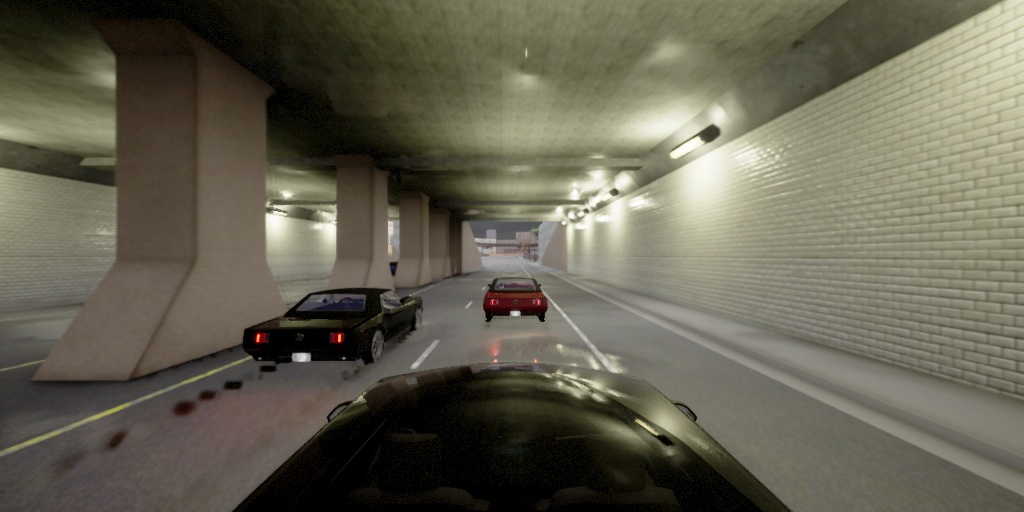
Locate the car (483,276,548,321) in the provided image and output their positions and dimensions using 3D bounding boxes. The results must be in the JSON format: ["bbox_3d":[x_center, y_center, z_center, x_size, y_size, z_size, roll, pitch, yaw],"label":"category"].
[{"bbox_3d":[0.087,1.349,12.428,1.895,1.301,4.718,0,0,0],"label":"car"}]

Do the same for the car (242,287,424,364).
[{"bbox_3d":[-3.399,1.350,8.021,1.895,1.301,4.718,0,0,0],"label":"car"}]

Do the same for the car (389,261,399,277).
[{"bbox_3d":[-10.595,1.224,32.559,1.882,1.535,5.008,0,0,0],"label":"car"}]
